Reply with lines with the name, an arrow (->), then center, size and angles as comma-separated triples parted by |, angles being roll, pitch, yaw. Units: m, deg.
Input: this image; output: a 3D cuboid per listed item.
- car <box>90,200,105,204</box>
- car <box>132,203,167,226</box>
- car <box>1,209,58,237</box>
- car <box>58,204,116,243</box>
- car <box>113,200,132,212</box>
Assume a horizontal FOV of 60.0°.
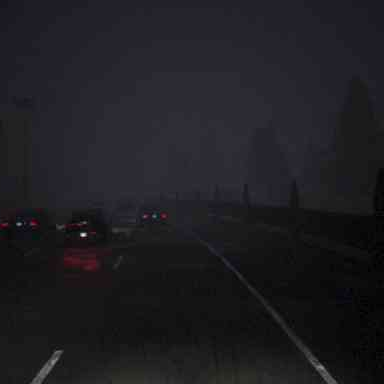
car -> -10.251, 1.674, 35.888 | 1.837, 1.490, 4.892 | 0, 0, -20
car -> -3.030, 1.652, 24.265 | 2.033, 1.411, 5.357 | 0, 0, -13
car -> -8.940, 1.646, 18.738 | 2.033, 1.411, 5.357 | 0, 0, -11
car -> -5.061, 1.585, 16.641 | 1.837, 1.490, 4.892 | 0, 0, -9
car -> -8.554, 1.663, 41.056 | 1.882, 1.535, 5.008 | 0, 0, -22
